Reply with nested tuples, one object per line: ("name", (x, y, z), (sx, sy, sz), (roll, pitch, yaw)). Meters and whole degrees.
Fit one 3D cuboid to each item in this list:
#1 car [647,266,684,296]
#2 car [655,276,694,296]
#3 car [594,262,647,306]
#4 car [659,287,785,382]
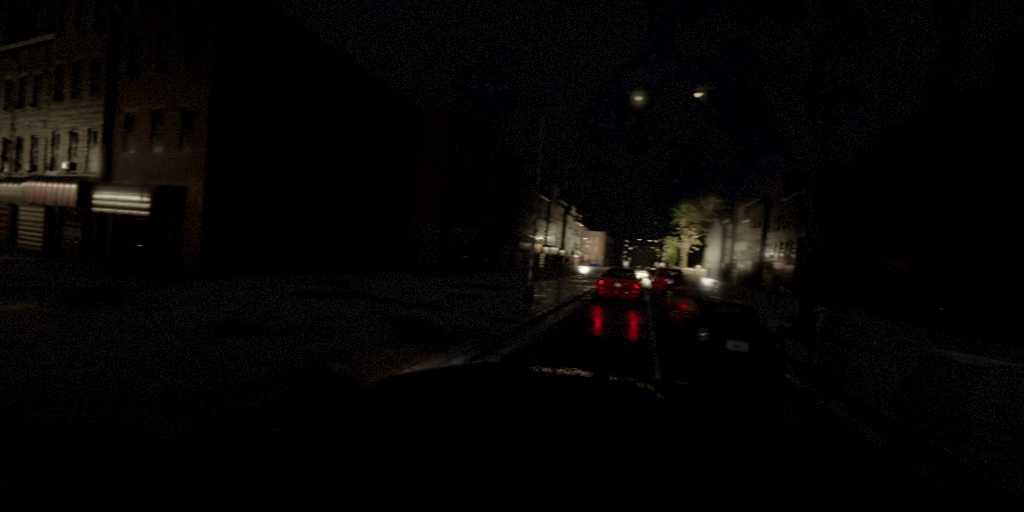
("car", (10.366, 1.734, 24.092), (2.192, 1.841, 5.009), (0, 0, 20))
("car", (6.587, 1.724, 13.684), (1.751, 1.417, 4.829), (0, 0, 20))
("car", (5.654, 1.412, 18.592), (2.097, 1.767, 4.553), (5, 1, 20))
("car", (4.610, 1.656, 8.241), (1.948, 1.339, 4.313), (0, 0, 20))
